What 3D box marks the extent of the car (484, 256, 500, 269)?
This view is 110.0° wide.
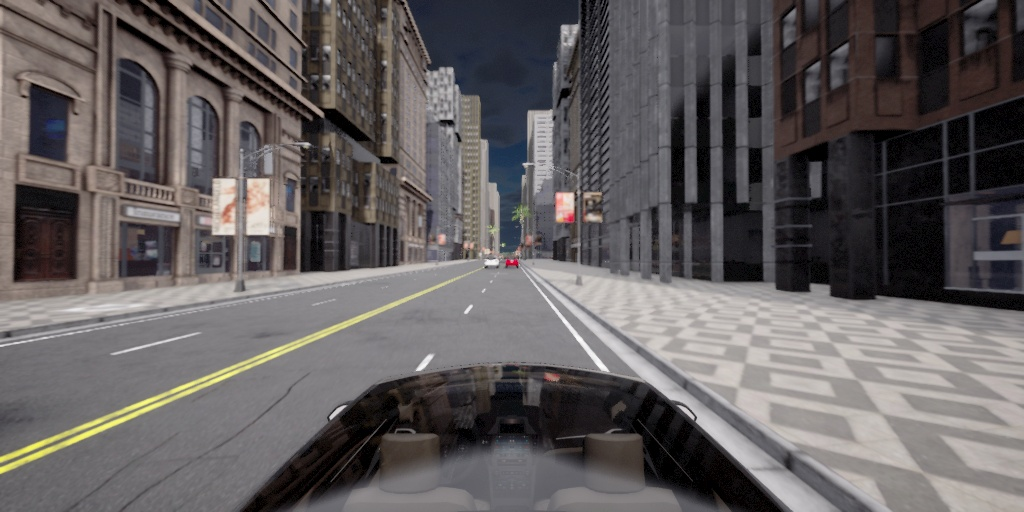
[{"bbox_3d":[-3.262,0.962,58.385,2.150,2.045,5.566,0,0,0],"label":"car"}]

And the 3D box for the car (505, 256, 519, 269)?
[{"bbox_3d":[-0.012,0.961,58.385,2.150,2.045,5.566,0,0,0],"label":"car"}]
